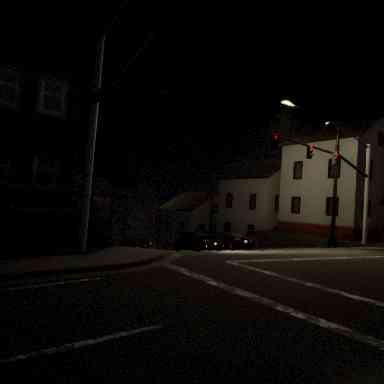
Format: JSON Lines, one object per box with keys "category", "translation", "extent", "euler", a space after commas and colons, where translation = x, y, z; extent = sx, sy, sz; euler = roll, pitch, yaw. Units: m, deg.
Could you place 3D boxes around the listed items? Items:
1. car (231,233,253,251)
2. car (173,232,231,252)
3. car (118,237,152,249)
{"category": "car", "translation": [2.871, 3.983, 26.511], "extent": [1.994, 1.385, 4.181], "euler": [6, -12, -35]}
{"category": "car", "translation": [0.405, 3.529, 23.630], "extent": [1.994, 1.385, 4.181], "euler": [6, -12, -35]}
{"category": "car", "translation": [-5.672, 5.113, 32.002], "extent": [1.882, 1.535, 5.008], "euler": [6, -16, -35]}
